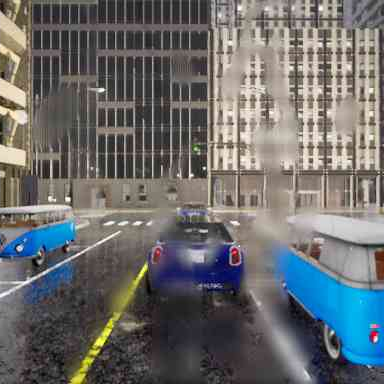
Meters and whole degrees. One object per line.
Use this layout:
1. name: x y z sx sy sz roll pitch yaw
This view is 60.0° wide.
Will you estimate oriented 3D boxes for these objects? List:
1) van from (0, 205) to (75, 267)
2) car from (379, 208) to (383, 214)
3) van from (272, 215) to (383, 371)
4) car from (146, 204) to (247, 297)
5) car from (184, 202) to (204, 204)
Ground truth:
1. van: -5.325 1.364 11.233 1.690 1.788 3.998 0 0 0
2. car: 19.005 1.537 28.968 4.829 1.417 1.752 0 0 0
3. van: 2.563 1.352 5.560 1.690 1.788 3.998 0 0 0
4. car: 0.089 1.369 8.789 2.097 1.767 4.553 0 0 0
5. car: 0.151 1.394 20.970 2.097 1.767 4.553 0 0 1
